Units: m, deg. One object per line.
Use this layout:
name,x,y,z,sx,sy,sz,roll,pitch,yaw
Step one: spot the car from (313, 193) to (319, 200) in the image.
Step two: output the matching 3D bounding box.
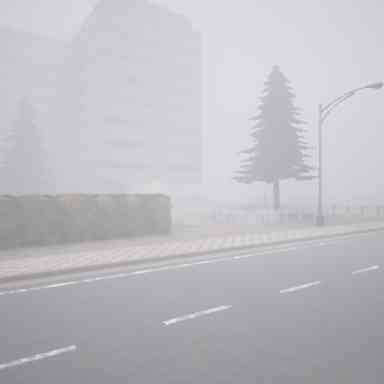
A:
car,30.670,1.361,87.739,1.784,1.438,3.905,0,0,-36

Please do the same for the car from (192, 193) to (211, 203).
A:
car,1.463,1.324,67.676,2.150,2.045,5.566,0,0,-36

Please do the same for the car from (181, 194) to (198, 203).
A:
car,-1.398,1.597,65.660,1.994,1.385,4.181,0,0,-36

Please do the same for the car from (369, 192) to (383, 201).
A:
car,46.085,1.151,80.289,1.932,1.855,4.605,0,0,-36

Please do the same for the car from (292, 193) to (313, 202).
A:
car,28.312,1.393,86.060,1.970,1.475,3.806,0,0,-36

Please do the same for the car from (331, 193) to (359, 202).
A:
car,32.374,1.393,70.413,1.970,1.475,3.806,0,0,-36

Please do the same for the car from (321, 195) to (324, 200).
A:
car,32.827,1.151,89.337,1.932,1.855,4.605,0,0,-36
